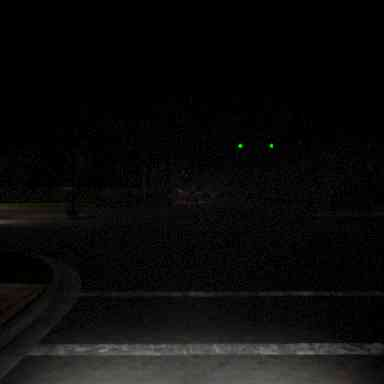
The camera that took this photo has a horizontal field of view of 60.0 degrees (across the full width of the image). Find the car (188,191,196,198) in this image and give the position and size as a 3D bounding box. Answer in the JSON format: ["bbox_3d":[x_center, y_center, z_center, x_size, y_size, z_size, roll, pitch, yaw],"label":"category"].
[{"bbox_3d":[0.006,0.662,84.428,2.097,1.767,4.553,0,0,0],"label":"car"}]

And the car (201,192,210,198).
[{"bbox_3d":[3.506,0.806,84.042,1.837,1.490,4.892,0,0,0],"label":"car"}]

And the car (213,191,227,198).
[{"bbox_3d":[7.006,0.831,84.042,2.128,1.511,4.902,0,0,0],"label":"car"}]

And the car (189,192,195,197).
[{"bbox_3d":[0.006,0.642,94.461,1.837,1.490,4.892,0,0,0],"label":"car"}]

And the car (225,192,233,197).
[{"bbox_3d":[10.506,0.665,94.460,1.812,1.442,4.674,0,0,0],"label":"car"}]

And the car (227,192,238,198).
[{"bbox_3d":[10.506,0.784,84.041,1.882,1.535,5.008,0,0,0],"label":"car"}]

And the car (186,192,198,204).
[{"bbox_3d":[0.004,1.043,53.435,1.882,1.535,5.008,0,0,0],"label":"car"}]

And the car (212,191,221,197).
[{"bbox_3d":[7.006,0.497,94.429,2.097,1.767,4.553,0,0,0],"label":"car"}]

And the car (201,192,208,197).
[{"bbox_3d":[3.506,0.642,94.460,1.837,1.490,4.892,0,0,0],"label":"car"}]
